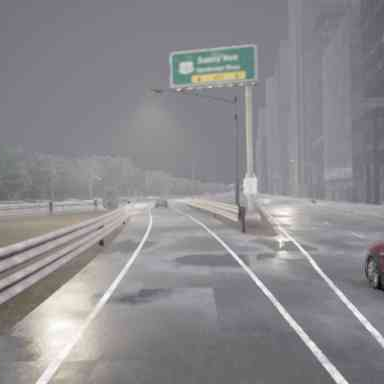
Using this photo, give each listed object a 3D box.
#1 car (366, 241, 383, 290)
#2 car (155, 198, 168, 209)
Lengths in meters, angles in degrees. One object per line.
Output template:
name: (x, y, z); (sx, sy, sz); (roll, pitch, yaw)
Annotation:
car: (4.902, 1.325, 6.054); (2.097, 1.767, 4.553); (-1, 0, 10)
car: (-4.476, 1.647, 49.108); (2.128, 1.511, 4.902); (-1, 0, -5)
